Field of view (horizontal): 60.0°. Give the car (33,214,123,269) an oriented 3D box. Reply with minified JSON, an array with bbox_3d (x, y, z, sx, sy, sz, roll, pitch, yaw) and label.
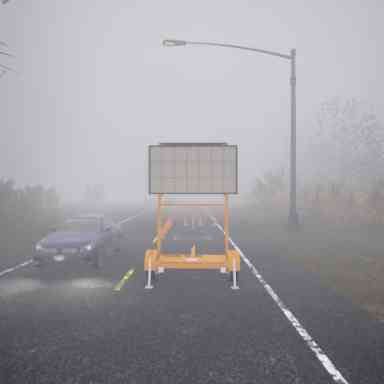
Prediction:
[{"bbox_3d":[-3.570,1.521,11.277,1.812,1.442,4.674,0,0,0],"label":"car"}]

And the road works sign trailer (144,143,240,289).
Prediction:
[{"bbox_3d":[0.031,0.460,9.138,2.380,3.560,2.880,0,0,1],"label":"road works sign trailer"}]

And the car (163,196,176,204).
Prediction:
[{"bbox_3d":[-3.665,1.450,53.672,1.882,1.535,5.008,0,0,0],"label":"car"}]
